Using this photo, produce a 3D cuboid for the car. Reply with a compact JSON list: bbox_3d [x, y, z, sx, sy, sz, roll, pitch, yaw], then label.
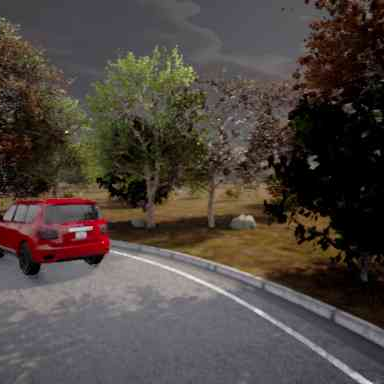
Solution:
[{"bbox_3d":[-4.777,1.237,10.731,2.150,2.045,5.566,0,0,-44],"label":"car"}]
